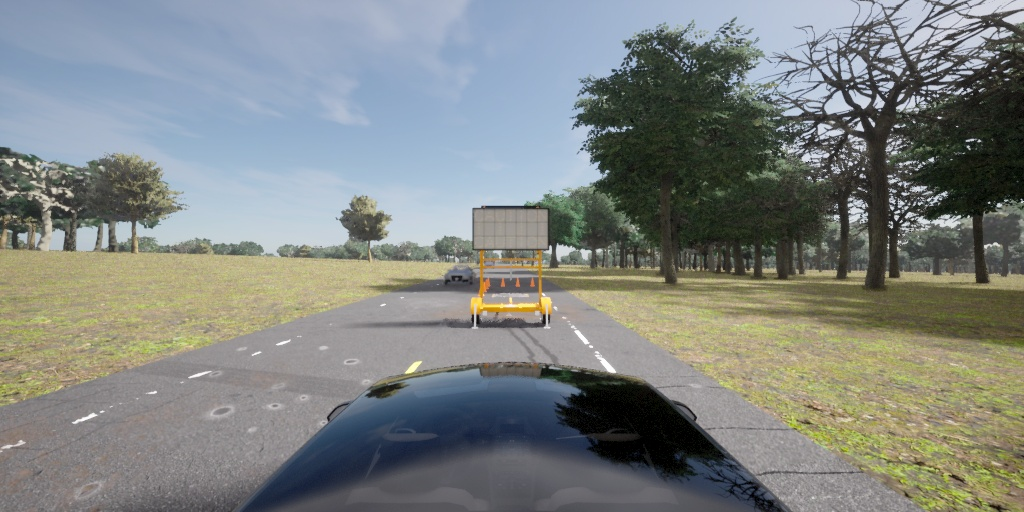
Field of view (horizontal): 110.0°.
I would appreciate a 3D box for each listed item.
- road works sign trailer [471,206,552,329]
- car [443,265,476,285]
[{"bbox_3d":[-0.035,0.226,11.313,2.380,3.560,2.880,0,0,0],"label":"road works sign trailer"},{"bbox_3d":[-3.751,1.381,26.324,1.994,1.385,4.181,0,0,-1],"label":"car"}]
